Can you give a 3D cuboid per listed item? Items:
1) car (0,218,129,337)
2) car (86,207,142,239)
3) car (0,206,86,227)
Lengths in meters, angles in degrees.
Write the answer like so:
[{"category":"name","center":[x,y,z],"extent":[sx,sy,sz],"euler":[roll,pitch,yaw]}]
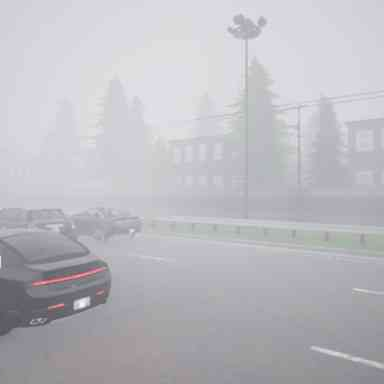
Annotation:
[{"category":"car","center":[-3.699,1.494,6.622],"extent":[4.892,1.490,1.837],"euler":[0,0,35]},{"category":"car","center":[-4.587,1.465,15.842],"extent":[4.902,1.511,2.128],"euler":[0,0,35]},{"category":"car","center":[-6.547,1.330,12.940],"extent":[4.553,1.767,2.097],"euler":[0,0,35]}]
